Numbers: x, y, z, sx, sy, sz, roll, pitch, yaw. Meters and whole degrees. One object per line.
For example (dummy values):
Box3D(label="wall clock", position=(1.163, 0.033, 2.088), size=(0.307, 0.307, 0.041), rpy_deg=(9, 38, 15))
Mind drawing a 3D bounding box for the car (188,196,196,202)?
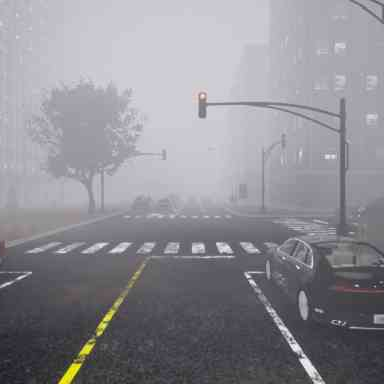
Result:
Box3D(label="car", position=(-0.013, 1.668, 78.852), size=(1.895, 1.301, 4.718), rpy_deg=(0, 0, 0))

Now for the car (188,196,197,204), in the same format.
Box3D(label="car", position=(0.077, 1.599, 66.552), size=(2.033, 1.411, 5.357), rpy_deg=(0, 0, 0))

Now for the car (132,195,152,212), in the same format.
Box3D(label="car", position=(-5.699, 1.336, 39.246), size=(2.192, 1.841, 5.009), rpy_deg=(0, 0, 0))

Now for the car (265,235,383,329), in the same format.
Box3D(label="car", position=(2.688, 1.551, 6.859), size=(2.008, 1.369, 4.403), rpy_deg=(0, 0, 0))

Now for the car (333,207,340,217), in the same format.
Box3D(label="car", position=(13.421, 1.350, 26.267), size=(4.403, 1.369, 2.008), rpy_deg=(-1, 1, -1))

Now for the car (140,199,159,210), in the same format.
Box3D(label="car", position=(-5.699, 1.592, 44.769), size=(1.947, 1.339, 4.313), rpy_deg=(0, 0, 0))

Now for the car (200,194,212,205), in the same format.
Box3D(label="car", position=(2.679, 1.610, 61.338), size=(1.947, 1.339, 4.313), rpy_deg=(0, 0, 0))

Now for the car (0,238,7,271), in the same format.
Box3D(label="car", position=(-5.692, 1.545, 6.857), size=(1.887, 1.381, 4.507), rpy_deg=(0, 0, 0))

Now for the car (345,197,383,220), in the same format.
Box3D(label="car", position=(13.480, 1.151, 23.667), size=(4.553, 1.767, 2.097), rpy_deg=(-1, 0, -1))

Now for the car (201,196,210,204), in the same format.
Box3D(label="car", position=(2.678, 1.578, 67.031), size=(1.752, 1.417, 4.829), rpy_deg=(0, 0, 0))

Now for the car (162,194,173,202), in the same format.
Box3D(label="car", position=(-5.705, 1.386, 77.905), size=(2.192, 1.841, 5.009), rpy_deg=(0, 0, 0))

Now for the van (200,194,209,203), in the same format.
Box3D(label="van", position=(2.676, 1.402, 72.385), size=(1.690, 1.788, 3.998), rpy_deg=(0, 0, 0))

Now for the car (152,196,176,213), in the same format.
Box3D(label="car", position=(-3.105, 1.525, 37.890), size=(1.837, 1.490, 4.892), rpy_deg=(0, 0, 0))

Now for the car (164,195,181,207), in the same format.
Box3D(label="car", position=(-3.103, 1.521, 48.097), size=(2.128, 1.511, 4.902), rpy_deg=(0, 0, 0))

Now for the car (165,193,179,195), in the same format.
Box3D(label="car", position=(-3.095, 1.263, 58.675), size=(2.150, 2.045, 5.566), rpy_deg=(0, 0, -1))
